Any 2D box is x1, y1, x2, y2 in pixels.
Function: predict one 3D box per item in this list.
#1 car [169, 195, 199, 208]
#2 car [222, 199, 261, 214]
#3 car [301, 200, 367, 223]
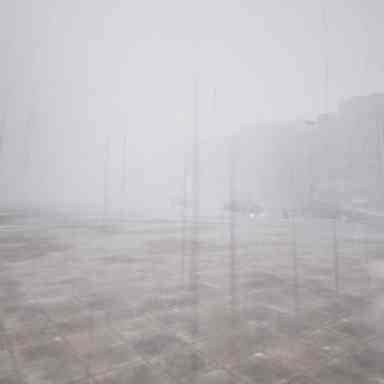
[{"bbox_3d":[-1.006,1.190,41.755,2.128,1.511,4.902,-2,2,-35],"label":"car"},{"bbox_3d":[4.906,1.377,33.372,1.994,1.385,4.181,-2,2,-36],"label":"car"},{"bbox_3d":[10.646,1.427,25.251,1.837,1.490,4.892,-2,2,-35],"label":"car"}]
